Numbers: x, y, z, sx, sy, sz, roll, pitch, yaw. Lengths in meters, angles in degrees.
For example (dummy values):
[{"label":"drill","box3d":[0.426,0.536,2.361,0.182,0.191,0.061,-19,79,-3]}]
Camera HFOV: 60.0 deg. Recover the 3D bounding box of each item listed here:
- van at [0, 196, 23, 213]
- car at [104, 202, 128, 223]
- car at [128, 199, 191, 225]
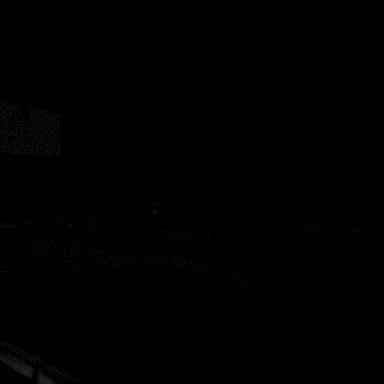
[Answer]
[{"label":"van","box3d":[-21.725,1.420,37.720,1.878,1.987,4.442,-1,-1,35]},{"label":"car","box3d":[-4.650,1.514,25.845,2.002,1.452,4.674,0,0,35]},{"label":"car","box3d":[-2.029,1.342,24.061,2.185,1.767,4.553,0,0,35]}]
